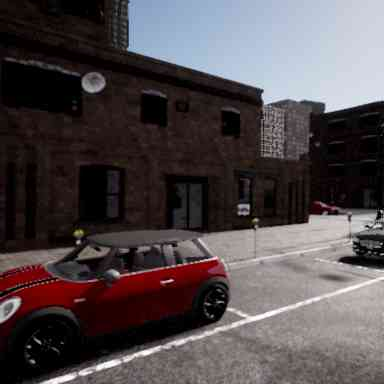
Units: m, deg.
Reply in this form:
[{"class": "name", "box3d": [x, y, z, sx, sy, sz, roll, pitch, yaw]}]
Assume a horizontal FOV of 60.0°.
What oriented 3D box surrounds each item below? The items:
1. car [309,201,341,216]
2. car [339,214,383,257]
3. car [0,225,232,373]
[{"class": "car", "box3d": [11.959, 1.590, 31.825, 1.887, 1.381, 4.507, 1, -1, -35]}, {"class": "car", "box3d": [7.462, 1.541, 11.874, 4.403, 1.369, 2.008, 0, 1, -36]}, {"class": "car", "box3d": [-1.337, 1.439, 5.587, 4.097, 1.590, 1.967, 0, 1, -36]}]
